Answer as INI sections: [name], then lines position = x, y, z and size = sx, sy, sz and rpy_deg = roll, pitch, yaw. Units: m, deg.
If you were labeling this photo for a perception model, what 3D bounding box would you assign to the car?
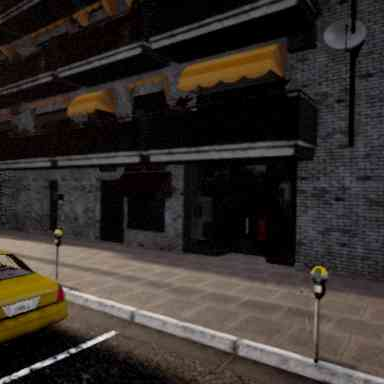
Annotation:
[car]
position = -4.175, 1.522, 5.847
size = 4.829, 1.417, 1.752
rpy_deg = 0, 1, 36
